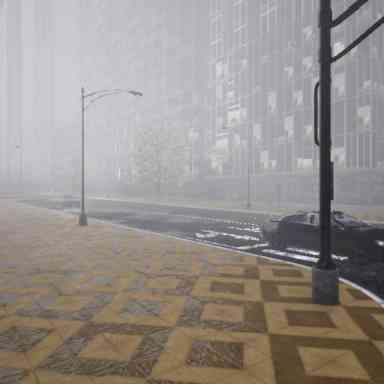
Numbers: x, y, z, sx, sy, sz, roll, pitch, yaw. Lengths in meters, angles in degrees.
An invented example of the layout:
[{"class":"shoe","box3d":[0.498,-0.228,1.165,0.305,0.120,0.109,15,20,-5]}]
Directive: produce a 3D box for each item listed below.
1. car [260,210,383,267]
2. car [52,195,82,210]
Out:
[{"class":"car","box3d":[4.615,1.394,11.357,2.128,1.511,4.902,0,1,-38]},{"class":"car","box3d":[-12.410,0.954,33.067,1.994,1.385,4.181,0,1,-38]}]
